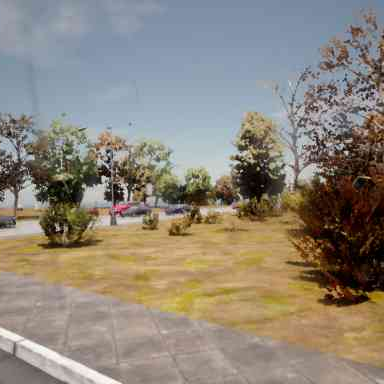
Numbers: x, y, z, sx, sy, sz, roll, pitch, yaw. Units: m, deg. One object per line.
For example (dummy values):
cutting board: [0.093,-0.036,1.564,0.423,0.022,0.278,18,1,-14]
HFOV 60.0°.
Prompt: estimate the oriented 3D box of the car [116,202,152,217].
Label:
car: [-7.137,2.471,43.080,1.812,1.442,4.674,-3,-2,32]

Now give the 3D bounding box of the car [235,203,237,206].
car: [9.220,2.537,62.190,1.994,1.385,4.181,-3,-2,33]

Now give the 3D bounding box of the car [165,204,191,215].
car: [-1.603,2.403,44.974,1.895,1.301,4.718,-3,-2,32]

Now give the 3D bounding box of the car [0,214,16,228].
car: [-16.996,2.451,27.654,1.994,1.385,4.181,-3,-2,34]

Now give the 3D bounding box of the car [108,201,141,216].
car: [-9.127,2.339,46.519,2.150,2.045,5.566,-3,-2,32]

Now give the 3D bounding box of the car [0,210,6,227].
car: [-19.746,2.525,29.816,1.882,1.535,5.008,-3,-2,35]

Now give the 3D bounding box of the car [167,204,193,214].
car: [-1.785,2.575,51.581,1.994,1.385,4.181,-3,-2,32]

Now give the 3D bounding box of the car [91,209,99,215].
car: [-12.132,2.383,35.146,1.882,1.535,5.008,-3,-2,32]
